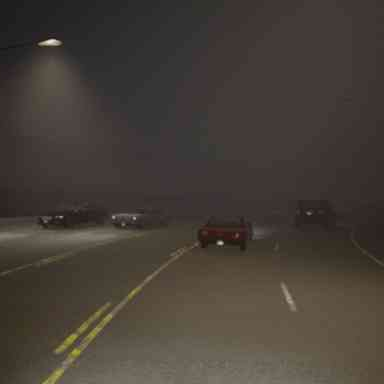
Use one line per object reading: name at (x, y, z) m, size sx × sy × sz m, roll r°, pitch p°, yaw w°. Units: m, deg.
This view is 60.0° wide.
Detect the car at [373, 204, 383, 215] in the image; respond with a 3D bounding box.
car at (26.656, 2.394, 45.036) m, size 4.674 × 1.442 × 1.812 m, roll 2°, pitch -2°, yaw -42°

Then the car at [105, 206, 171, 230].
car at (-3.159, 1.604, 21.255) m, size 1.895 × 1.301 × 4.718 m, roll 1°, pitch 0°, yaw 22°

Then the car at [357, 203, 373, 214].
car at (26.485, 2.423, 49.729) m, size 5.008 × 1.535 × 1.882 m, roll 2°, pitch -2°, yaw -41°

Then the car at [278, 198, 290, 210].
car at (16.398, 1.997, 54.621) m, size 5.566 × 2.045 × 2.150 m, roll 2°, pitch -1°, yaw -44°

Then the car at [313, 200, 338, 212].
car at (22.192, 2.316, 55.168) m, size 4.553 × 1.767 × 2.097 m, roll 3°, pitch -2°, yaw -41°

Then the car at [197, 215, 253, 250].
car at (1.692, 1.702, 15.021) m, size 1.895 × 1.301 × 4.718 m, roll 1°, pitch 0°, yaw 15°

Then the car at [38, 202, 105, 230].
car at (-7.133, 1.377, 20.362) m, size 2.128 × 1.511 × 4.902 m, roll 1°, pitch -1°, yaw 20°

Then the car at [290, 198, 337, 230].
car at (9.014, 1.548, 24.040) m, size 2.150 × 2.045 × 5.566 m, roll 0°, pitch -1°, yaw 30°
